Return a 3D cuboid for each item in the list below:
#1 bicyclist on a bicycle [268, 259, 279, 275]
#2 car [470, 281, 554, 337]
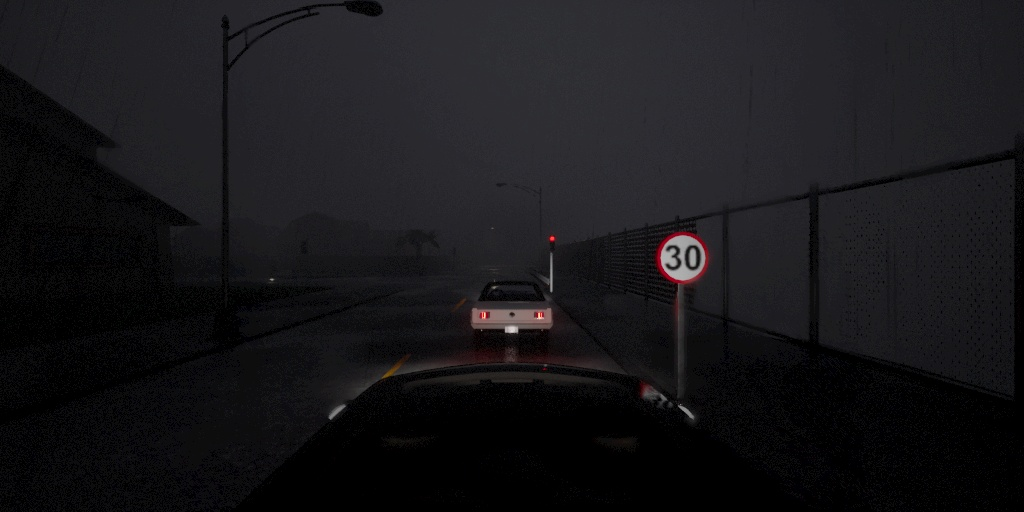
[{"bbox_3d":[-24.318,1.099,36.521,0.582,1.620,1.656,0,0,0],"label":"bicyclist on a bicycle"},{"bbox_3d":[-0.001,1.351,10.210,1.895,1.301,4.718,0,0,0],"label":"car"}]
